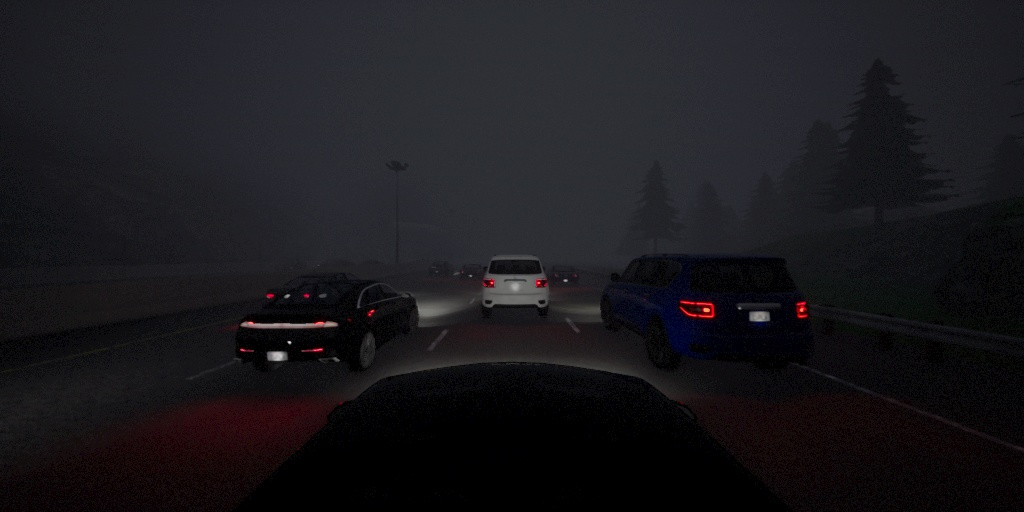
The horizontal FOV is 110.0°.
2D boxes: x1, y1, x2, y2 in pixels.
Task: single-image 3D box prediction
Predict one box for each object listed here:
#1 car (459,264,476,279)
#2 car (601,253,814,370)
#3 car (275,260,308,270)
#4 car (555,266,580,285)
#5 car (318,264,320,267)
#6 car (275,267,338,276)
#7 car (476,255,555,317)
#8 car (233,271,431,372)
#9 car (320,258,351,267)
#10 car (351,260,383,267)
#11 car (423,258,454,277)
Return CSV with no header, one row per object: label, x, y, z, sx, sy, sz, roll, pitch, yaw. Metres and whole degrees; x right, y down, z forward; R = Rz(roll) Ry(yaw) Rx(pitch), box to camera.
car,-3.415,1.350,31.779,1.895,1.301,4.718,0,0,0
car,3.598,0.972,7.897,2.150,2.045,5.566,0,0,0
car,-28.099,1.238,45.843,2.128,1.511,4.902,0,0,0
car,3.586,1.350,26.200,1.895,1.301,4.718,0,0,0
car,-24.597,1.100,49.163,2.097,1.767,4.553,0,0,0
car,-6.906,1.297,13.608,2.033,1.411,5.357,0,0,0
car,0.095,0.971,13.276,2.150,2.045,5.566,0,0,0
car,-3.404,1.241,7.628,2.128,1.511,4.902,0,0,0
car,-21.105,1.237,44.462,2.128,1.511,4.902,0,0,0
car,-17.608,1.225,44.385,1.882,1.535,5.008,0,0,0
car,-6.919,1.240,35.474,2.128,1.511,4.902,0,0,0
